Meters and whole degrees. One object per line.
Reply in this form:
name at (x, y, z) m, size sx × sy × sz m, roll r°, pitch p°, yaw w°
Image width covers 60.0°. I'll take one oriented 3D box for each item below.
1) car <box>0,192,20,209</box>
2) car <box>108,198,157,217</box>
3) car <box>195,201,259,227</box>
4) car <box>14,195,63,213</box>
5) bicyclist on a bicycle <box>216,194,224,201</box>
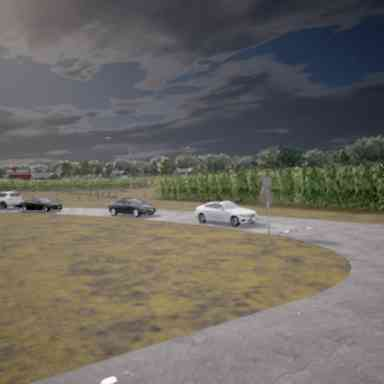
car at (-23.810, 0.994, 41.235) m, size 5.566 × 2.045 × 2.150 m, roll 0°, pitch 2°, yaw 15°
car at (-5.158, 1.271, 28.571) m, size 4.892 × 1.490 × 1.837 m, roll 0°, pitch 2°, yaw 38°
car at (2.131, 1.304, 21.517) m, size 1.812 × 1.442 × 4.674 m, roll -3°, pitch 3°, yaw -42°
car at (-16.008, 1.307, 35.291) m, size 5.008 × 1.535 × 1.882 m, roll -1°, pitch 2°, yaw 24°
bicyclist on a bicycle at (2.489, 0.989, 30.153) m, size 0.582 × 1.620 × 1.656 m, roll 1°, pitch 1°, yaw 43°
